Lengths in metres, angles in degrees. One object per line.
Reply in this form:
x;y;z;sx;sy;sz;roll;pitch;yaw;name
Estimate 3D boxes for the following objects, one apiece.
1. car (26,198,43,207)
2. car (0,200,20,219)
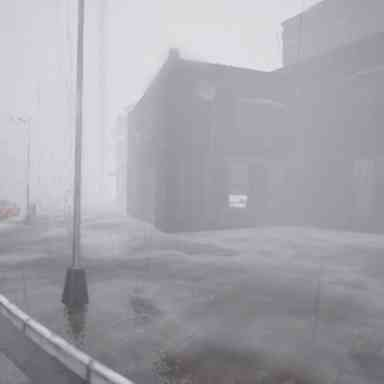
-27.057;1.742;57.158;1.882;1.535;5.008;1;-1;-12;car
-17.327;1.475;30.355;2.097;1.767;4.553;1;-1;-14;car
